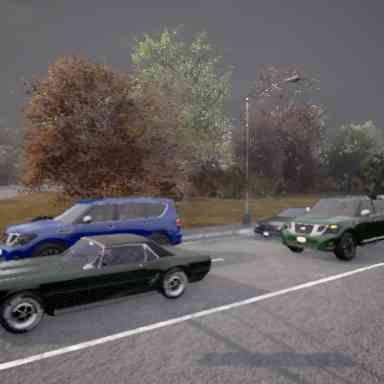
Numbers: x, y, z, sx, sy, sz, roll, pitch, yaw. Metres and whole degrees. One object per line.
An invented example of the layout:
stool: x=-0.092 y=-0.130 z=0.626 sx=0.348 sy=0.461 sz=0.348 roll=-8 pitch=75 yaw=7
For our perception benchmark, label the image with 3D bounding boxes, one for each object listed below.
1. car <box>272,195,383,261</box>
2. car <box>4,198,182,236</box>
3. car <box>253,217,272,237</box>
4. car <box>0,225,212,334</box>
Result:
car: x=5.800 y=1.149 z=12.420 sx=5.566 sy=2.045 sz=2.150 roll=-1 pitch=1 yaw=-35
car: x=-2.893 y=1.222 z=10.537 sx=5.566 sy=2.045 sz=2.150 roll=0 pitch=0 yaw=-37
car: x=5.513 y=1.439 z=16.500 sx=5.357 sy=1.411 sz=2.033 roll=-1 pitch=1 yaw=-35
car: x=-1.949 y=1.603 z=6.885 sx=4.718 sy=1.301 sz=1.895 roll=0 pitch=0 yaw=-36
